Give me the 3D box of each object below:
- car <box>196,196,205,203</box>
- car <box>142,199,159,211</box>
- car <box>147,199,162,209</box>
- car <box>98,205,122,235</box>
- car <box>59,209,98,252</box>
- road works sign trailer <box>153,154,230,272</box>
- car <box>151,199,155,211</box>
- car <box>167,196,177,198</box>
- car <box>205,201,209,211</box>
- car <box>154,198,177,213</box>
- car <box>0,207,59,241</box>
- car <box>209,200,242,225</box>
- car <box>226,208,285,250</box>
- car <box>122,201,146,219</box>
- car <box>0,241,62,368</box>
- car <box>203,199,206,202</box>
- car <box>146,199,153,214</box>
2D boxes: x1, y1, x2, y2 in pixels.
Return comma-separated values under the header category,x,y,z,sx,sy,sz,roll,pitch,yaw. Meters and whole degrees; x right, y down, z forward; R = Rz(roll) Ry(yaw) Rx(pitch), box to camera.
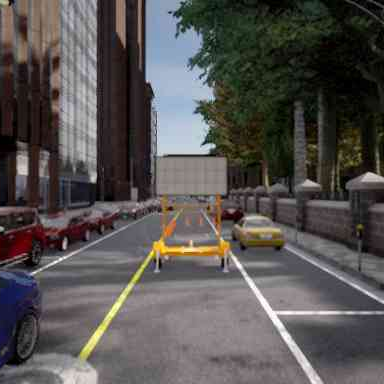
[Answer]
category,x,y,z,sx,sy,sz,roll,pitch,yaw
car,2.625,2.052,84.647,1.967,1.590,4.097,0,0,0
car,-5.839,1.773,47.207,1.967,1.590,4.097,0,0,0
car,-5.847,1.897,52.493,1.752,1.417,4.829,0,0,0
car,-5.794,1.682,19.922,1.887,1.381,4.507,0,0,0
car,-5.785,1.643,14.464,1.887,1.381,4.507,0,0,0
road works sign trailer,-0.017,0.539,11.033,2.380,3.560,2.880,0,0,0
car,-5.830,1.838,41.749,1.887,1.381,4.507,0,0,0
car,-5.909,1.969,90.071,2.192,1.841,5.009,0,0,0
car,2.704,1.781,36.479,1.752,1.417,4.829,0,0,0
car,-3.155,1.794,40.888,1.837,1.490,4.892,0,-1,0
car,-5.776,1.376,9.009,2.192,1.841,5.009,0,0,0
car,2.722,1.491,25.397,2.192,1.841,5.009,0,0,0
car,2.740,1.625,14.653,1.752,1.417,4.829,0,0,0
car,-5.812,1.655,30.836,1.967,1.590,4.097,0,0,0
car,-3.104,1.548,3.182,1.812,1.442,4.674,0,-1,0
car,2.695,1.859,41.765,1.947,1.339,4.313,0,0,0
car,-5.821,1.805,36.292,2.008,1.369,4.403,0,0,0
